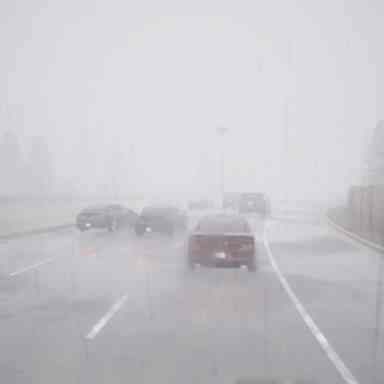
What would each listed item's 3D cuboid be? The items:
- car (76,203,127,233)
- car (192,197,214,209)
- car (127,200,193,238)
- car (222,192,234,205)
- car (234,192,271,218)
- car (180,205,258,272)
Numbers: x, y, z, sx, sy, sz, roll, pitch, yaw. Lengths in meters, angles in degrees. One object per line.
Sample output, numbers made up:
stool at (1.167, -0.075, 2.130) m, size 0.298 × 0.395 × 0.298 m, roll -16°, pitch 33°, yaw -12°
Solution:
car at (-4.621, 1.359, 18.750) m, size 1.837 × 1.490 × 4.892 m, roll 0°, pitch 0°, yaw 12°
car at (1.006, 1.282, 36.343) m, size 1.812 × 1.442 × 4.674 m, roll 0°, pitch 0°, yaw 23°
car at (-1.431, 1.383, 16.985) m, size 1.837 × 1.490 × 4.892 m, roll 0°, pitch 0°, yaw 11°
car at (5.046, 0.989, 36.901) m, size 2.150 × 2.045 × 5.566 m, roll 0°, pitch 0°, yaw 24°
car at (5.511, 1.045, 28.871) m, size 2.150 × 2.045 × 5.566 m, roll 0°, pitch 0°, yaw 20°
car at (1.029, 1.408, 10.738) m, size 1.882 × 1.535 × 5.008 m, roll 0°, pitch 0°, yaw 7°
